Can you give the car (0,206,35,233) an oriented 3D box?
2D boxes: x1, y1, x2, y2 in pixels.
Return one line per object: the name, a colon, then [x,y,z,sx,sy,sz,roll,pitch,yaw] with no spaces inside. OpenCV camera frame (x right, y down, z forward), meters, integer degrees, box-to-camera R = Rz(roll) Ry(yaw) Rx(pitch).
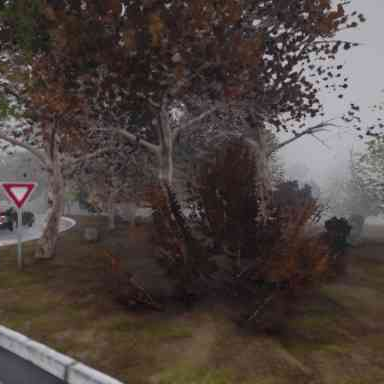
car: [-11.236,1.581,20.389,2.128,1.511,4.902,0,0,-8]
